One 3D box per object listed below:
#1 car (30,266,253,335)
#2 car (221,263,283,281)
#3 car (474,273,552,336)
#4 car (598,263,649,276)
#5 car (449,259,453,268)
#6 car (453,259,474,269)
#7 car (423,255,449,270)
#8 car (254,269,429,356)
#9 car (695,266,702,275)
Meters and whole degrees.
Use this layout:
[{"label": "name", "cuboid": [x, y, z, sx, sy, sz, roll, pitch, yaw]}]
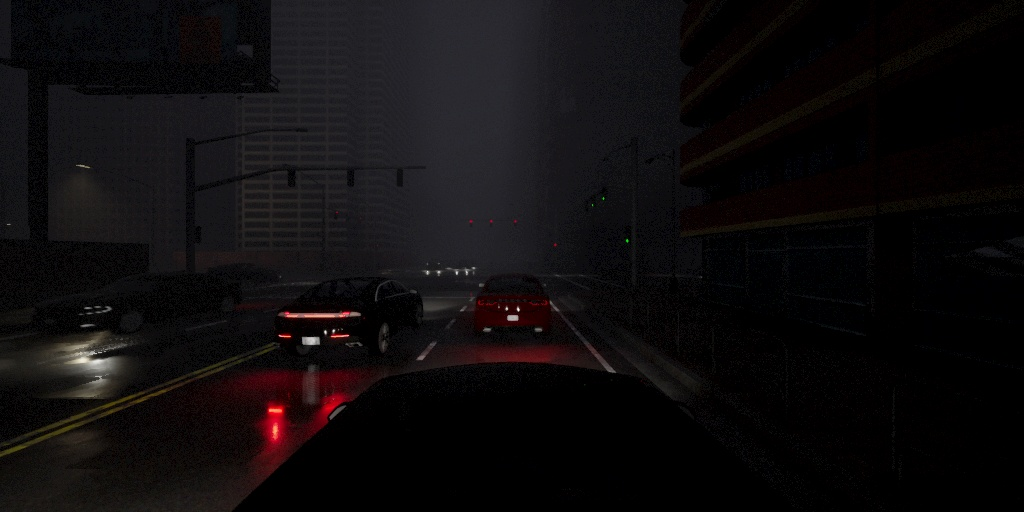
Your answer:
[{"label": "car", "cuboid": [-10.581, 1.227, 10.717, 1.882, 1.535, 5.008, 0, 0, 0]}, {"label": "car", "cuboid": [-19.255, 1.241, 25.985, 4.902, 1.511, 2.128, 0, 0, 0]}, {"label": "car", "cuboid": [0.014, 1.228, 10.461, 1.882, 1.535, 5.008, 0, 0, 0]}, {"label": "car", "cuboid": [11.333, 1.351, 36.766, 4.718, 1.301, 1.895, 0, 0, 2]}, {"label": "car", "cuboid": [-10.998, 1.297, 61.927, 2.033, 1.411, 5.357, 0, 0, 0]}, {"label": "car", "cuboid": [-7.477, 1.255, 55.636, 1.837, 1.490, 4.892, 0, 0, 0]}, {"label": "car", "cuboid": [-10.952, 1.102, 51.728, 2.097, 1.767, 4.553, 0, 0, 0]}, {"label": "car", "cuboid": [-3.475, 1.242, 8.573, 2.128, 1.511, 4.902, 0, 0, -1]}, {"label": "car", "cuboid": [21.460, 1.228, 36.714, 5.008, 1.535, 1.882, 0, 0, 0]}]
